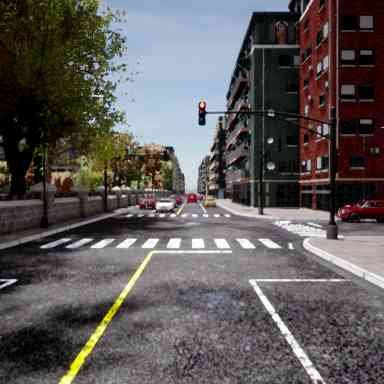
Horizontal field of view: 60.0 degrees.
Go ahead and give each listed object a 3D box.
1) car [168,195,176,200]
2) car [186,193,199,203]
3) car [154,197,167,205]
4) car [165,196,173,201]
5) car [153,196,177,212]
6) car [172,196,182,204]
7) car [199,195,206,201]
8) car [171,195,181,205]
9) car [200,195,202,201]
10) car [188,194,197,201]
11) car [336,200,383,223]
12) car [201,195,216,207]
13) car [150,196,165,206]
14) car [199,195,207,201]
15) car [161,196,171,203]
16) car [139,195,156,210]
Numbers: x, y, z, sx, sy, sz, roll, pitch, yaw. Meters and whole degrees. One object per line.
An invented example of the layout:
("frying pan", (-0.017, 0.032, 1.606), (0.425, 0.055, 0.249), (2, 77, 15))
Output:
("car", (-5.642, 1.563, 93.583), (1.752, 1.417, 4.829), (0, 0, 0))
("car", (0.039, 1.238, 69.280), (2.150, 2.045, 5.566), (0, 0, 0))
("car", (-5.660, 1.555, 60.542), (1.887, 1.381, 4.507), (0, 0, 0))
("car", (-5.647, 1.609, 82.683), (1.802, 1.307, 4.206), (0, 0, 0))
("car", (-3.047, 1.525, 38.037), (1.812, 1.442, 4.674), (0, 0, 0))
("car", (-2.962, 1.541, 67.690), (1.812, 1.442, 4.674), (0, 0, 0))
("car", (2.736, 1.577, 88.214), (1.887, 1.381, 4.507), (0, 0, 0))
("car", (-3.067, 1.551, 47.673), (2.033, 1.411, 5.357), (0, 0, 0))
("car", (2.718, 1.552, 55.003), (1.887, 1.381, 4.507), (0, 0, 0))
("car", (0.044, 1.292, 79.641), (2.097, 1.767, 4.553), (0, 0, 0))
("car", (14.631, 1.586, 27.353), (5.009, 1.841, 2.192), (1, -1, 0))
("car", (2.715, 1.530, 49.638), (1.752, 1.417, 4.829), (0, 0, 0))
("car", (-5.663, 1.447, 55.007), (1.967, 1.590, 4.097), (0, 0, 0))
("car", (2.733, 1.572, 82.679), (1.887, 1.381, 4.507), (0, 0, 0))
("car", (-5.654, 1.600, 71.612), (1.802, 1.307, 4.206), (0, 0, 0))
("car", (-5.669, 1.316, 43.937), (2.192, 1.841, 5.009), (0, 0, 0))
